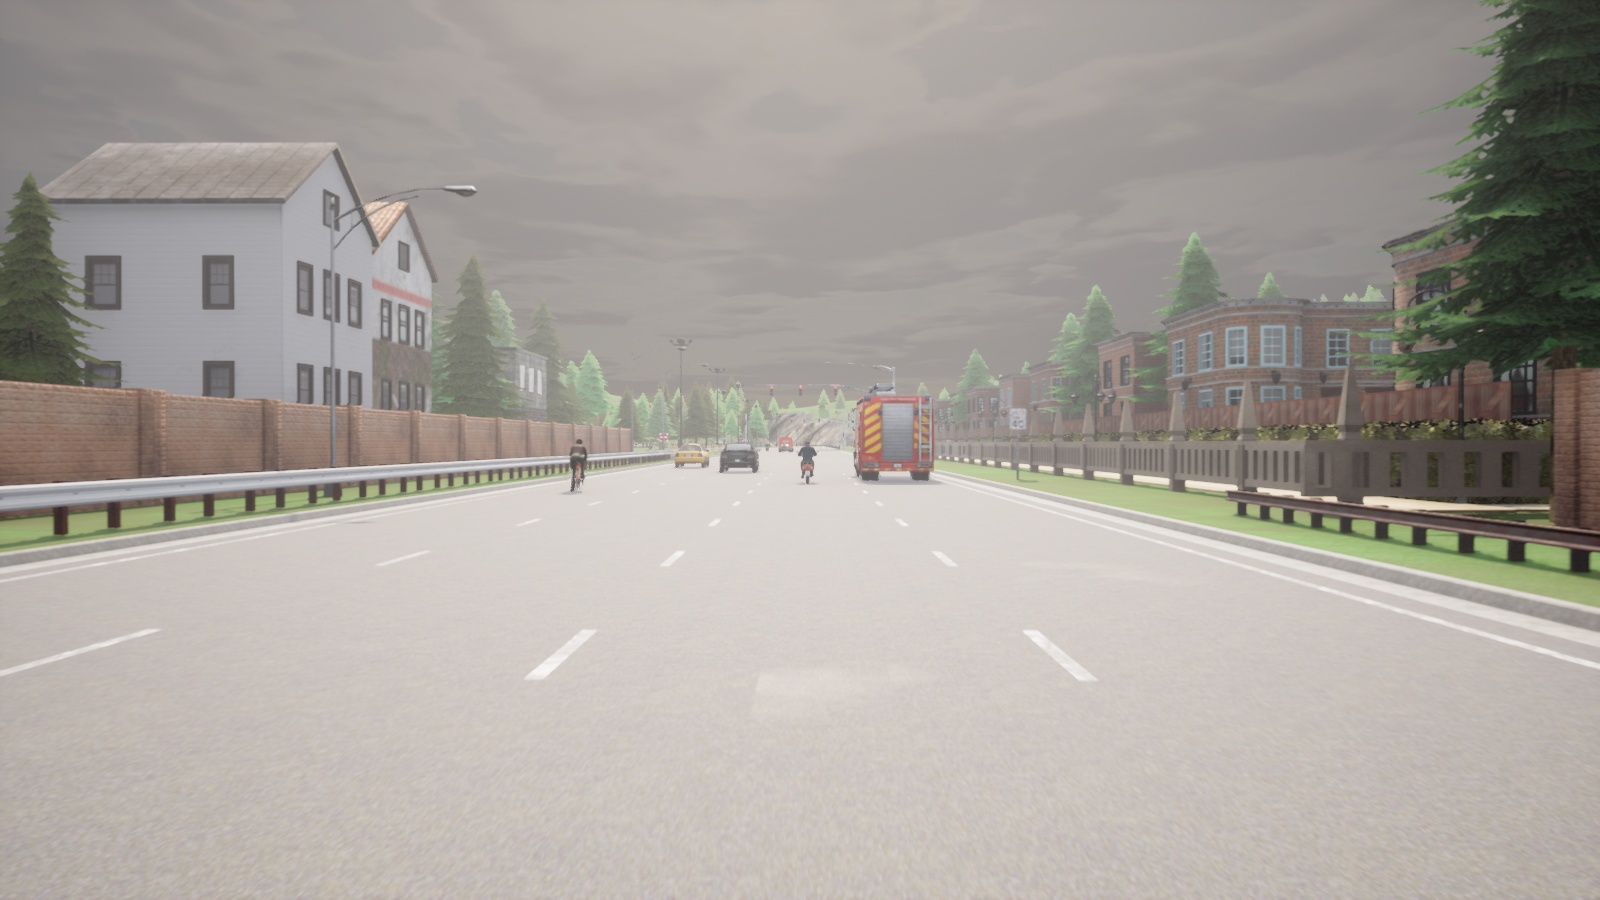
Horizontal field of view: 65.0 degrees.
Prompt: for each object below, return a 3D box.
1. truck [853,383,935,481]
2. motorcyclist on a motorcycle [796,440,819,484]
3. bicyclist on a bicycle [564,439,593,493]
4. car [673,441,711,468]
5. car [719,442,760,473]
[{"bbox_3d":[3.820,-0.714,53.114,2.891,3.827,8.468,0,0,0],"label":"truck"},{"bbox_3d":[0.282,0.437,46.759,0.866,1.590,1.817,0,0,0],"label":"motorcyclist on a motorcycle"},{"bbox_3d":[-6.766,0.477,38.438,0.582,1.620,1.656,0,0,0],"label":"bicyclist on a bicycle"},{"bbox_3d":[-6.549,0.249,76.499,1.801,1.575,5.366,0,0,0],"label":"car"},{"bbox_3d":[-3.113,0.354,65.270,1.882,1.535,5.008,0,0,0],"label":"car"}]
